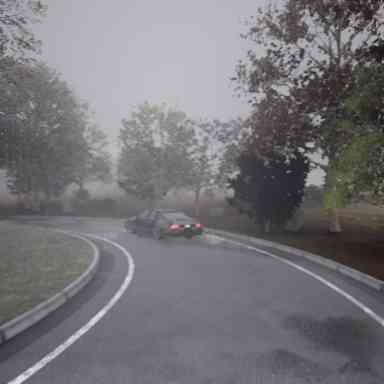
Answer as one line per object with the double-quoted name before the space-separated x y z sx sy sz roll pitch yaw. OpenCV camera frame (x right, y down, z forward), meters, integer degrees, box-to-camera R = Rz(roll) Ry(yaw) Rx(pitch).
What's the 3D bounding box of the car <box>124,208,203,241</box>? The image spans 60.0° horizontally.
"car" -1.608 1.526 16.679 2.033 1.411 5.357 1 0 -34
